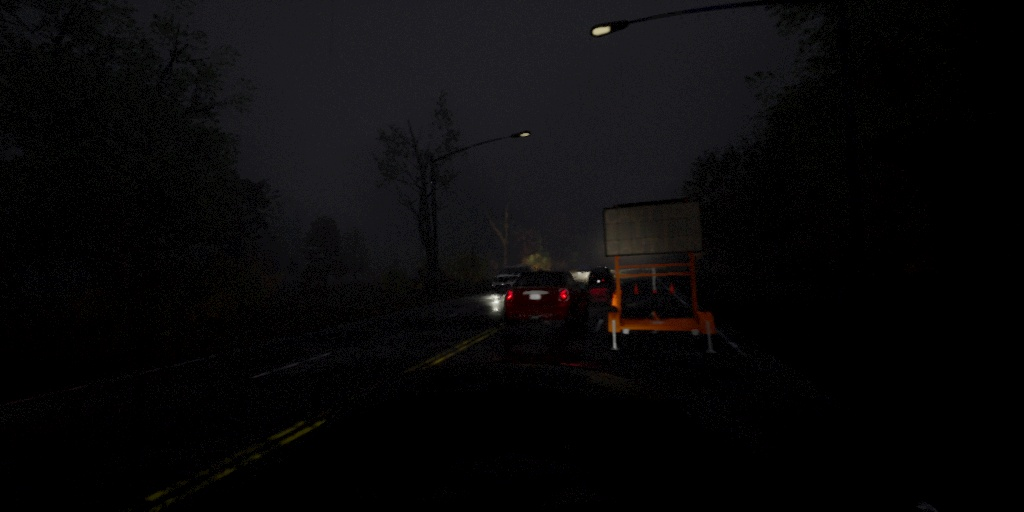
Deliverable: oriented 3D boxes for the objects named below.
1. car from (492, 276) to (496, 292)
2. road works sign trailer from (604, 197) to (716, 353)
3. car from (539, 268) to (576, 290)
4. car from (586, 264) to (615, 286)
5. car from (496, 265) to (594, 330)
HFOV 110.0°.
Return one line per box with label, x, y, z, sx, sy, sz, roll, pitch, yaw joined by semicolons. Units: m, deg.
car;0.178;1.791;29.574;2.150;2.045;5.566;-3;-1;19
road works sign trailer;3.807;0.362;9.393;2.380;3.560;2.880;0;0;19
car;3.954;1.903;30.541;2.128;1.511;4.902;-3;-1;19
car;7.583;1.746;30.486;1.837;1.490;4.892;-3;-2;19
car;1.337;1.345;12.059;2.097;1.767;4.553;-3;-6;18
